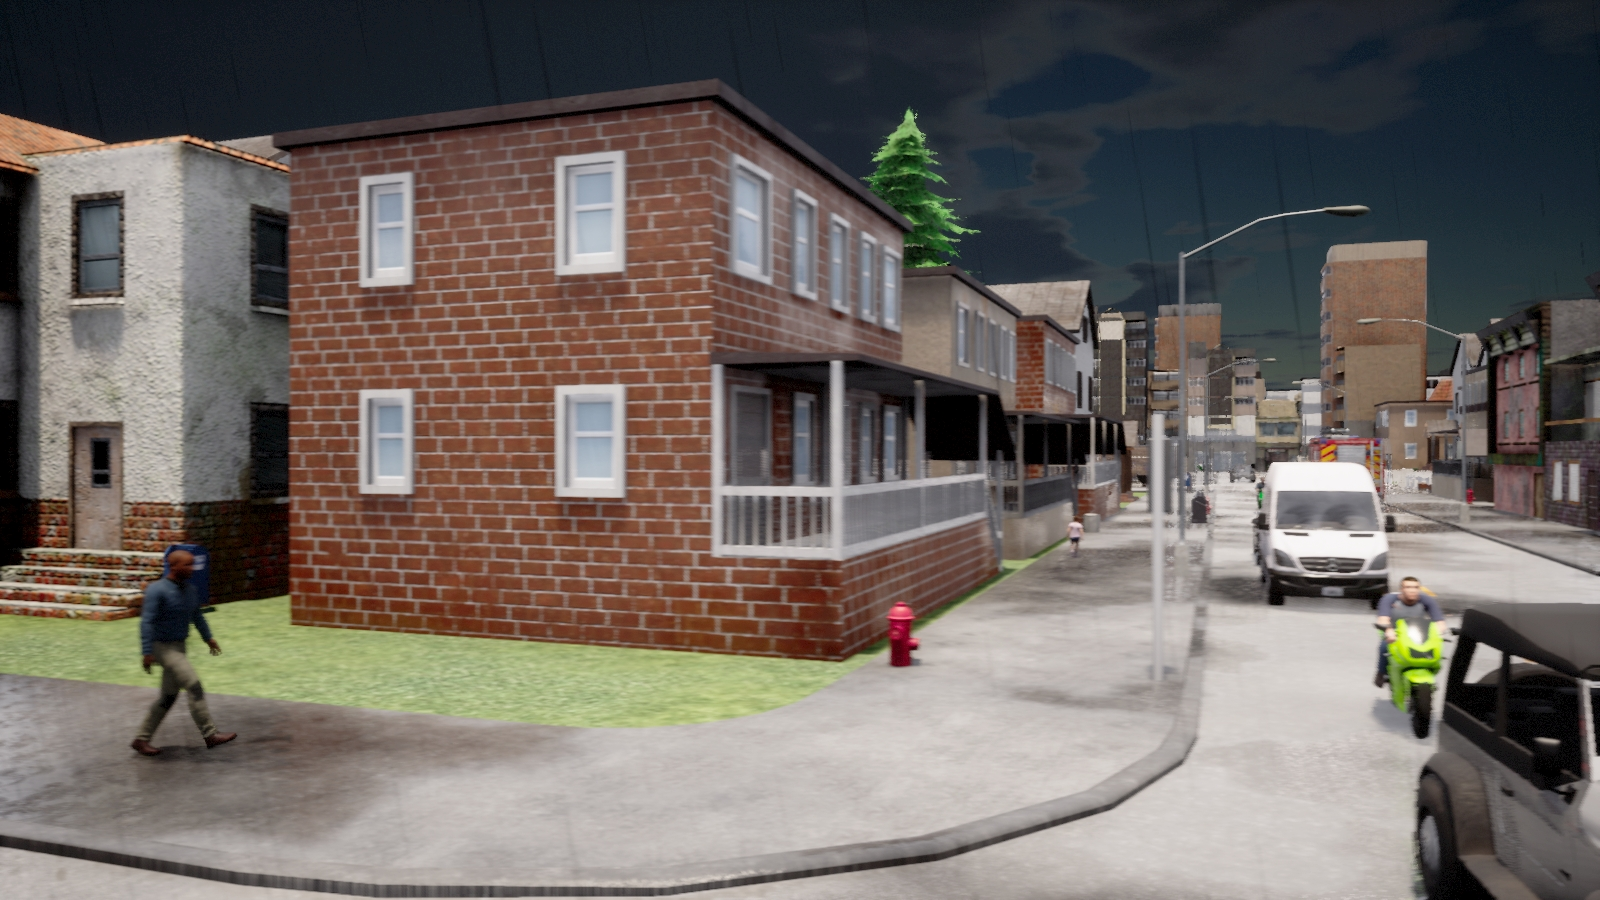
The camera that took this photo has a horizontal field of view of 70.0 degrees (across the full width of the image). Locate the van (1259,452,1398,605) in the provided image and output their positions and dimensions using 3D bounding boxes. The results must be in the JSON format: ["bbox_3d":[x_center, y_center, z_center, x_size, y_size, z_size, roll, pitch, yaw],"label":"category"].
[{"bbox_3d":[10.088,1.314,22.212,1.988,2.561,5.915,0,0,20],"label":"van"}]

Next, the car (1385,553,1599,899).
[{"bbox_3d":[4.476,1.637,5.690,1.905,1.878,3.866,0,0,13],"label":"car"}]

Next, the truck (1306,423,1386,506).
[{"bbox_3d":[27.432,0.670,57.726,2.891,3.827,8.468,0,0,20],"label":"truck"}]

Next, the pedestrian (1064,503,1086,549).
[{"bbox_3d":[6.896,1.904,28.676,0.500,1.100,0.500,0,0,19],"label":"pedestrian"}]

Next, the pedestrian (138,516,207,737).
[{"bbox_3d":[-5.455,1.516,9.942,0.375,1.860,0.375,0,0,7],"label":"pedestrian"}]

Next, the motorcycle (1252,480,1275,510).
[{"bbox_3d":[20.286,1.960,50.024,0.856,1.236,1.805,0,-1,20],"label":"motorcycle"}]
